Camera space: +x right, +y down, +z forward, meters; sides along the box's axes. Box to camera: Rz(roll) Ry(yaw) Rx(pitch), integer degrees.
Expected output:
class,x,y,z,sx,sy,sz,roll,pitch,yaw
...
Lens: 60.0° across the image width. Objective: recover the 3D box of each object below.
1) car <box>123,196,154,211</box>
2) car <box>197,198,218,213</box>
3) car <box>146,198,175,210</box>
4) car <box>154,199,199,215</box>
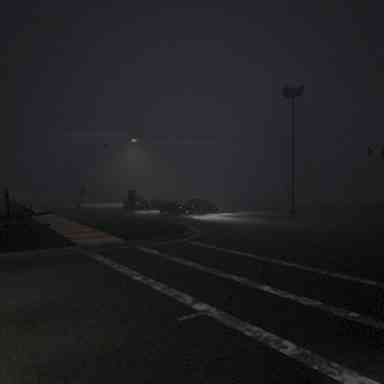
class,x,y,z,sx,sy,sz,roll,pitch,yaw
car,-6.889,1.345,41.589,2.097,1.767,4.553,0,0,-35
car,0.908,1.496,36.567,1.837,1.490,4.892,0,0,-35
car,-4.199,1.555,43.842,1.994,1.385,4.181,0,0,-35
car,-1.723,1.594,34.223,1.895,1.301,4.718,0,0,-35
